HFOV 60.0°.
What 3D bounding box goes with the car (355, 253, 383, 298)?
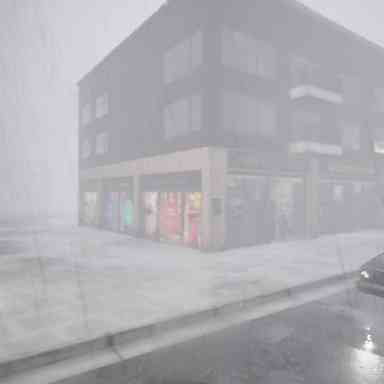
[{"bbox_3d":[5.918,1.534,7.512,5.357,1.411,2.033,0,0,-35],"label":"car"}]
